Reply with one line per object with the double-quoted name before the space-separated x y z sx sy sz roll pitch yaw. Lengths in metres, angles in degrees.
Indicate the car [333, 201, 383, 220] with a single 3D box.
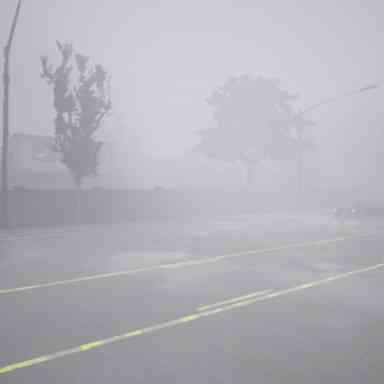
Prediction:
"car" 13.214 1.421 26.300 4.718 1.301 1.895 0 0 -35
